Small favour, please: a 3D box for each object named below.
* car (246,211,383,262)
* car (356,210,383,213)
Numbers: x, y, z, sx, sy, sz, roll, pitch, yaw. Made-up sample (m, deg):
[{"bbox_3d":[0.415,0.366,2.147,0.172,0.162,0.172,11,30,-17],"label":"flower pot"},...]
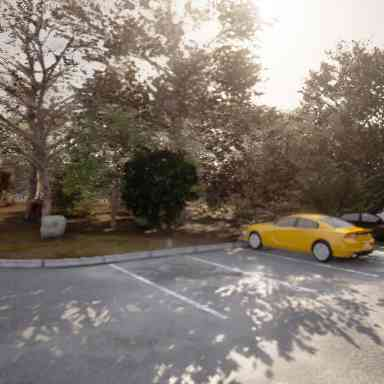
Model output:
[{"bbox_3d":[4.263,1.588,12.834,2.097,1.535,5.008,1,0,-35],"label":"car"},{"bbox_3d":[8.791,1.660,16.073,2.097,1.535,5.008,1,-1,-35],"label":"car"}]
